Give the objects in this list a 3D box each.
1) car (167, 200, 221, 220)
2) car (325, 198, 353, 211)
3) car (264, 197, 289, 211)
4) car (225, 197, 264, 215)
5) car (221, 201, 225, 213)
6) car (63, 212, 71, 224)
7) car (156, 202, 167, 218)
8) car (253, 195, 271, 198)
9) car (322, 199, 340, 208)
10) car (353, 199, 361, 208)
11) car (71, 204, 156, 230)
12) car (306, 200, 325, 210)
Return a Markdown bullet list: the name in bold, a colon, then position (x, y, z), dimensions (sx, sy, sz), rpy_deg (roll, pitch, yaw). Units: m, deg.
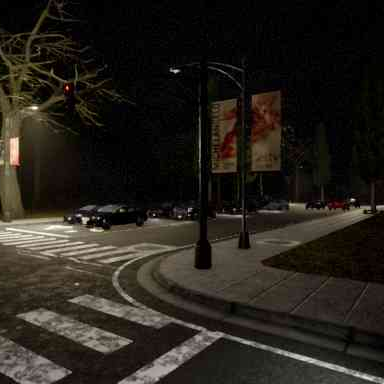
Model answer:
- **car**: position (0.275, 1.472, 29.237), dimensions (2.097, 1.767, 4.553), rpy_deg (0, 0, 35)
- **car**: position (20.677, 1.658, 46.581), dimensions (2.097, 1.767, 4.553), rpy_deg (0, 0, 35)
- **car**: position (11.883, 1.772, 45.652), dimensions (1.812, 1.442, 4.674), rpy_deg (0, 0, 36)
- **car**: position (5.931, 1.680, 37.263), dimensions (1.837, 1.490, 4.892), rpy_deg (0, 0, 35)
- **car**: position (3.875, 1.776, 39.995), dimensions (1.895, 1.301, 4.718), rpy_deg (0, 0, 35)
- **car**: position (-7.187, 1.637, 24.303), dimensions (1.994, 1.385, 4.181), rpy_deg (0, 0, 36)
- **car**: position (-1.855, 1.666, 31.847), dimensions (2.033, 1.411, 5.357), rpy_deg (0, 0, 35)
- **car**: position (9.960, 1.471, 48.558), dimensions (2.150, 2.045, 5.566), rpy_deg (0, 0, 38)
- **car**: position (23.550, 1.915, 56.318), dimensions (1.812, 1.442, 4.674), rpy_deg (0, -1, 35)
- **car**: position (26.438, 1.891, 54.763), dimensions (2.128, 1.511, 4.902), rpy_deg (0, -1, 35)
- **car**: position (-4.977, 1.566, 21.782), dimensions (2.128, 1.511, 4.902), rpy_deg (0, 0, 35)
- **car**: position (17.858, 1.823, 48.217), dimensions (1.812, 1.442, 4.674), rpy_deg (0, 0, 35)
